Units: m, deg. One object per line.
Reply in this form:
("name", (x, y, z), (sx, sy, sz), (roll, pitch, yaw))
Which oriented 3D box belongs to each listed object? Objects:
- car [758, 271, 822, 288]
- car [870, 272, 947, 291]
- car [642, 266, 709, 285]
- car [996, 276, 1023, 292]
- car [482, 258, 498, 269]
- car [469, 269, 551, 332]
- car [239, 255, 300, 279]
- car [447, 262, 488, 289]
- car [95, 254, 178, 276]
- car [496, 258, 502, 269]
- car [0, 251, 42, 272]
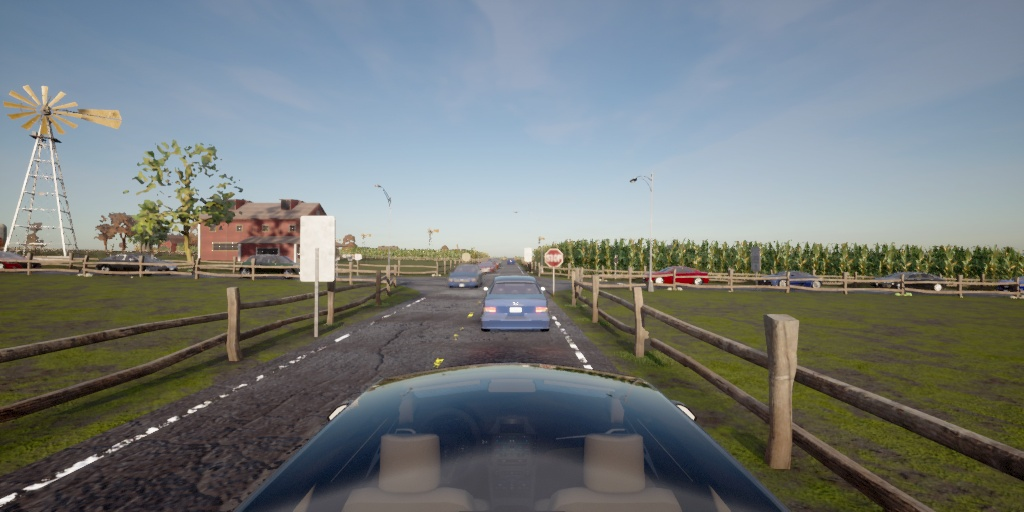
("car", (22.344, 1.888, 28.885), (4.181, 1.385, 1.994), (1, -1, 0))
("car", (31.777, 2.046, 28.816), (4.892, 1.490, 1.837), (1, -1, 0))
("car", (13.143, 1.588, 28.930), (5.008, 1.535, 1.882), (1, -1, 0))
("car", (42.149, 2.257, 28.723), (5.008, 1.535, 1.882), (1, -1, 1))
("car", (-2.909, 1.297, 41.837), (1.812, 1.442, 4.674), (0, 0, -1))
("car", (0.081, 1.300, 10.851), (2.033, 1.411, 5.357), (0, 0, 0))
("car", (-17.094, 0.721, 26.162), (4.553, 1.767, 2.097), (1, -1, 0))
("car", (-2.899, 1.304, 23.319), (2.033, 1.411, 5.357), (0, 0, 0))
("car", (-27.303, 0.623, 26.221), (4.902, 1.511, 2.128), (1, -1, 0))
("car", (-2.958, 1.134, 53.635), (2.097, 1.767, 4.553), (0, 0, 0))
("car", (-37.746, 0.369, 26.294), (5.008, 1.535, 1.882), (1, -1, 0))
